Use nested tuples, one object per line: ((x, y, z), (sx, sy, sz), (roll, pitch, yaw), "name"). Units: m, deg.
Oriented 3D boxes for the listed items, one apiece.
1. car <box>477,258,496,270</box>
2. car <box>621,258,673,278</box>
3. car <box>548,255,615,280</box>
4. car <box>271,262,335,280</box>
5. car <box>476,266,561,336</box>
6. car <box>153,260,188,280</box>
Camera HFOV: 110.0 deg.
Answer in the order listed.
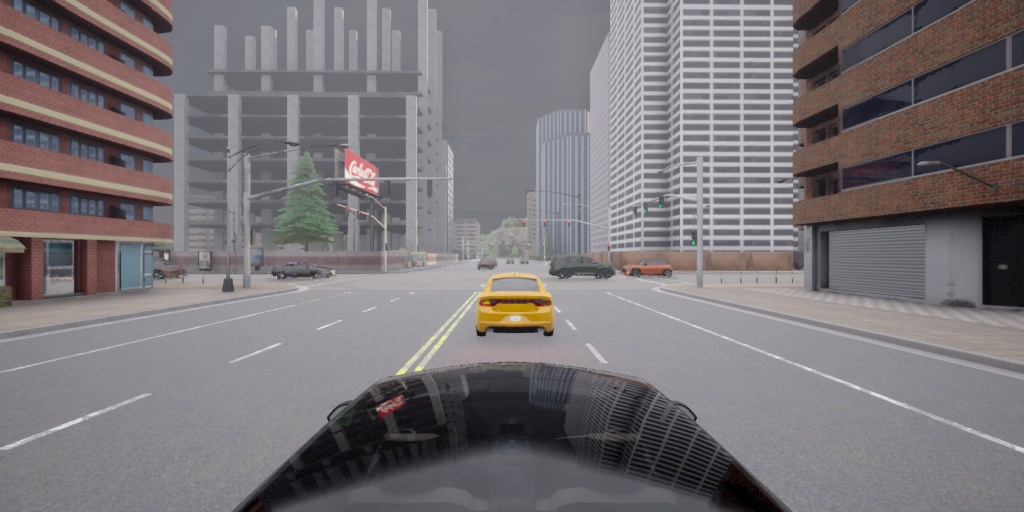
((-3.887, 1.102, 52.658), (2.097, 1.767, 4.553), (0, 0, 0), "car")
((12.757, 1.103, 34.136), (4.553, 1.767, 2.097), (0, 0, -3), "car")
((5.888, 0.971, 30.563), (5.566, 2.045, 2.150), (0, 0, -1), "car")
((-17.619, 1.241, 30.382), (4.902, 1.511, 2.128), (0, 0, -2), "car")
((0.061, 1.228, 10.389), (1.882, 1.535, 5.008), (0, 0, 0), "car")
((-30.183, 1.102, 30.158), (4.553, 1.767, 2.097), (0, 0, -1), "car")
